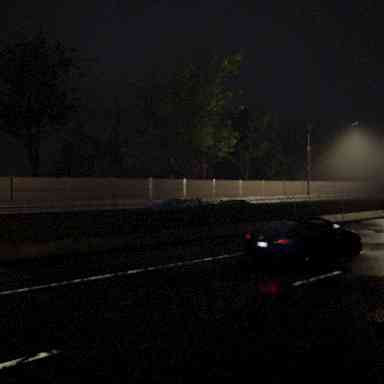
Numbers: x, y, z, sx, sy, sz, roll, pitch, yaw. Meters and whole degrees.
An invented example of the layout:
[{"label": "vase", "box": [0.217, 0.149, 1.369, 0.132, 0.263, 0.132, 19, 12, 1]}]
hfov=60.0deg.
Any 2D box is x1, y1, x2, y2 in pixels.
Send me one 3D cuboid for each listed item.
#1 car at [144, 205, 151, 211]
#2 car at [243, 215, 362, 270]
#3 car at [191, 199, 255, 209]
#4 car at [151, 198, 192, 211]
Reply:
[{"label": "car", "box": [-1.719, 1.295, 28.723, 5.008, 1.535, 1.882, -1, 0, -36]}, {"label": "car", "box": [3.638, 1.454, 10.733, 4.181, 1.385, 1.994, -1, 0, -36]}, {"label": "car", "box": [2.656, 1.318, 23.249, 4.892, 1.490, 1.837, -1, 0, -36]}, {"label": "car", "box": [-0.282, 1.318, 25.440, 4.902, 1.511, 2.128, -1, 0, -36]}]
